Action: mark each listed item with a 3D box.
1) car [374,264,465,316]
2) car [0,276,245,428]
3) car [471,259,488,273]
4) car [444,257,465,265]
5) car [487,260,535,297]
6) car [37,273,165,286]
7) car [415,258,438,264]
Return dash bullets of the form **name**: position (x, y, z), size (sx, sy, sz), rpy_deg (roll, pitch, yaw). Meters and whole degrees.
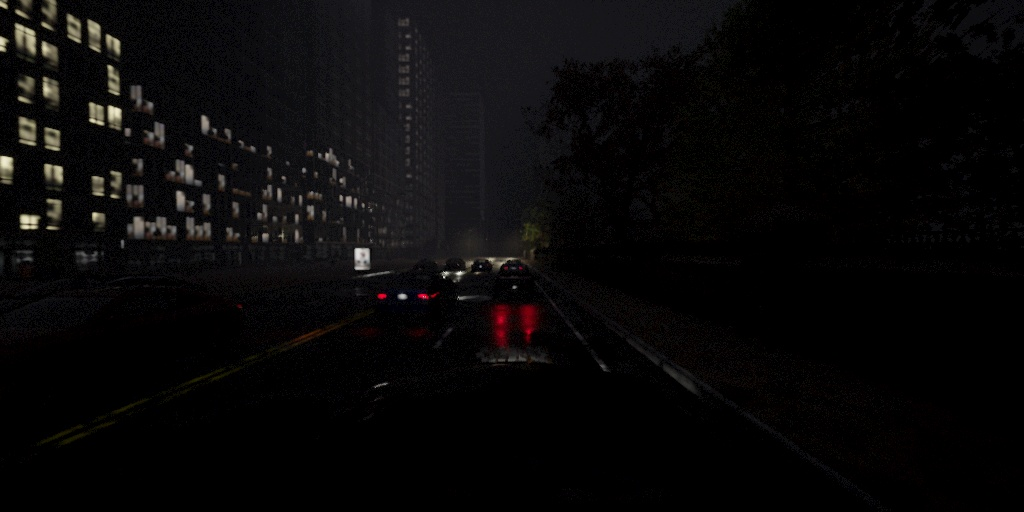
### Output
- **car**: position (-3.175, 1.200, 12.891), size (2.033, 1.411, 5.357), rpy_deg (0, 1, 0)
- **car**: position (-6.565, 1.240, 5.737), size (1.812, 1.442, 4.674), rpy_deg (0, 0, 0)
- **car**: position (-3.147, 1.006, 38.012), size (1.994, 1.385, 4.181), rpy_deg (0, 1, 0)
- **car**: position (-6.569, 0.891, 41.385), size (1.882, 1.535, 5.008), rpy_deg (0, 0, 0)
- **car**: position (0.100, 1.103, 17.625), size (2.128, 1.511, 4.902), rpy_deg (0, 1, 0)
- **car**: position (-9.799, 1.182, 8.475), size (2.128, 1.511, 4.902), rpy_deg (0, 0, 0)
- **car**: position (-9.815, 0.961, 41.273), size (2.033, 1.411, 5.357), rpy_deg (0, 0, 0)
